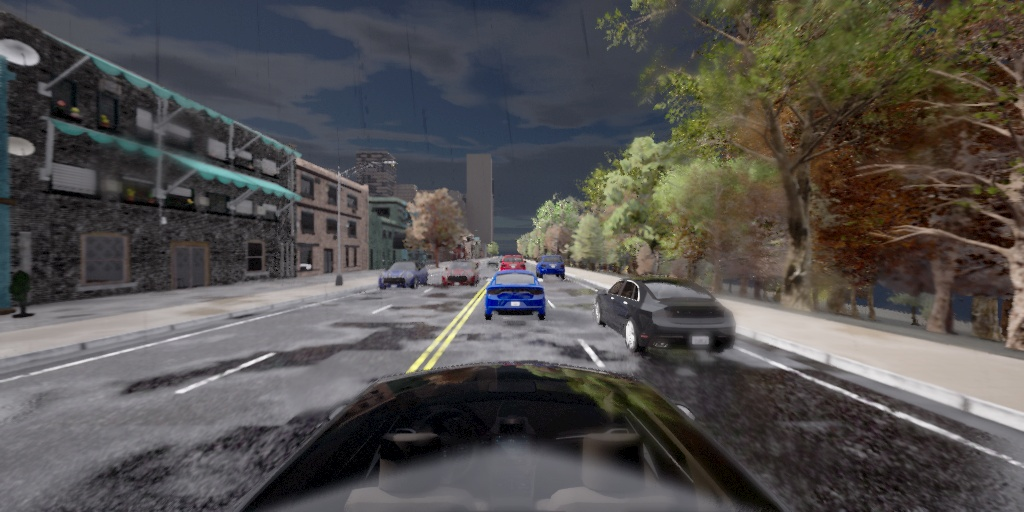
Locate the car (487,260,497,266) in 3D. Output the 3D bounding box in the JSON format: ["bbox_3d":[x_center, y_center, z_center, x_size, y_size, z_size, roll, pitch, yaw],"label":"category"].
[{"bbox_3d":[-3.493,1.343,64.394,1.895,1.301,4.718,0,0,0],"label":"car"}]

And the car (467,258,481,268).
[{"bbox_3d":[-6.733,1.214,63.844,1.882,1.535,5.008,0,0,0],"label":"car"}]

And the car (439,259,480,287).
[{"bbox_3d":[-3.348,1.097,24.058,2.097,1.767,4.553,0,0,0],"label":"car"}]

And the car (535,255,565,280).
[{"bbox_3d":[3.351,0.964,31.836,2.150,2.045,5.566,0,0,0],"label":"car"}]

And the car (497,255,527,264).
[{"bbox_3d":[0.103,0.964,31.775,2.150,2.045,5.566,0,0,0],"label":"car"}]

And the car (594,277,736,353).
[{"bbox_3d":[3.350,1.253,8.789,1.837,1.490,4.892,0,0,0],"label":"car"}]

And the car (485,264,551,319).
[{"bbox_3d":[0.101,1.225,12.800,1.882,1.535,5.008,0,0,0],"label":"car"}]

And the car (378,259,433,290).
[{"bbox_3d":[-6.598,1.098,22.270,2.097,1.767,4.553,0,0,0],"label":"car"}]
